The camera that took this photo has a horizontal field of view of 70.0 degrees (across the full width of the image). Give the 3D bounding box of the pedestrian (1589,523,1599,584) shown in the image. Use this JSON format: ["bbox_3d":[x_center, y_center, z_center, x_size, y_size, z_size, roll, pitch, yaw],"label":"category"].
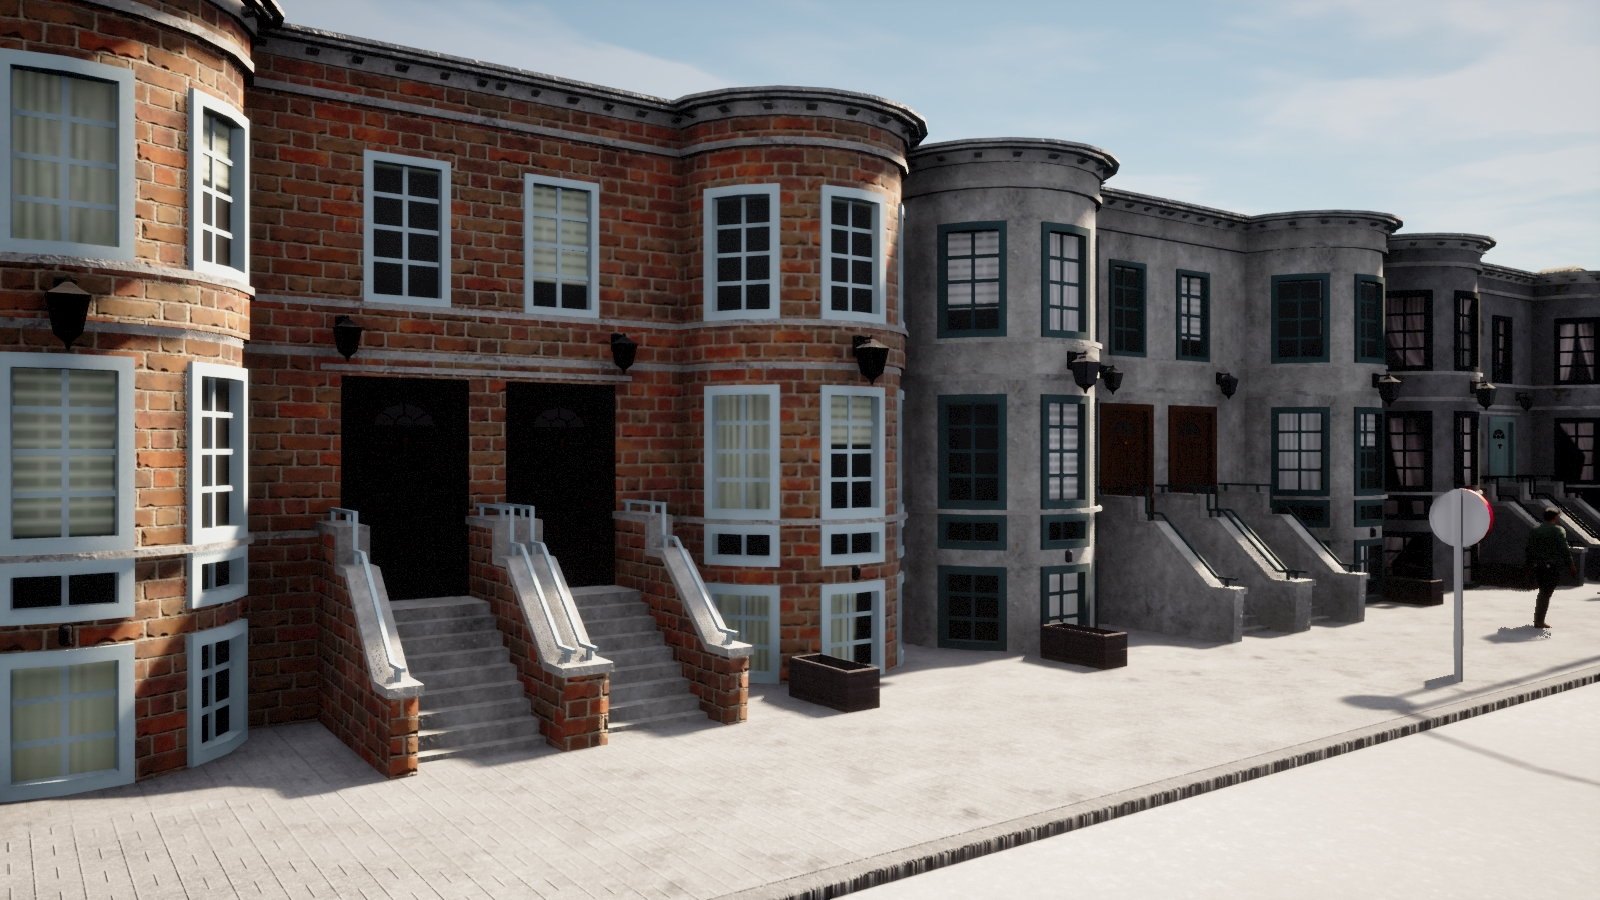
[{"bbox_3d":[14.902,1.904,20.993,0.500,1.100,0.500,0,0,-29],"label":"pedestrian"}]

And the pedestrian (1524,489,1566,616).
[{"bbox_3d":[11.146,1.524,17.098,0.375,1.860,0.375,0,0,-23],"label":"pedestrian"}]
